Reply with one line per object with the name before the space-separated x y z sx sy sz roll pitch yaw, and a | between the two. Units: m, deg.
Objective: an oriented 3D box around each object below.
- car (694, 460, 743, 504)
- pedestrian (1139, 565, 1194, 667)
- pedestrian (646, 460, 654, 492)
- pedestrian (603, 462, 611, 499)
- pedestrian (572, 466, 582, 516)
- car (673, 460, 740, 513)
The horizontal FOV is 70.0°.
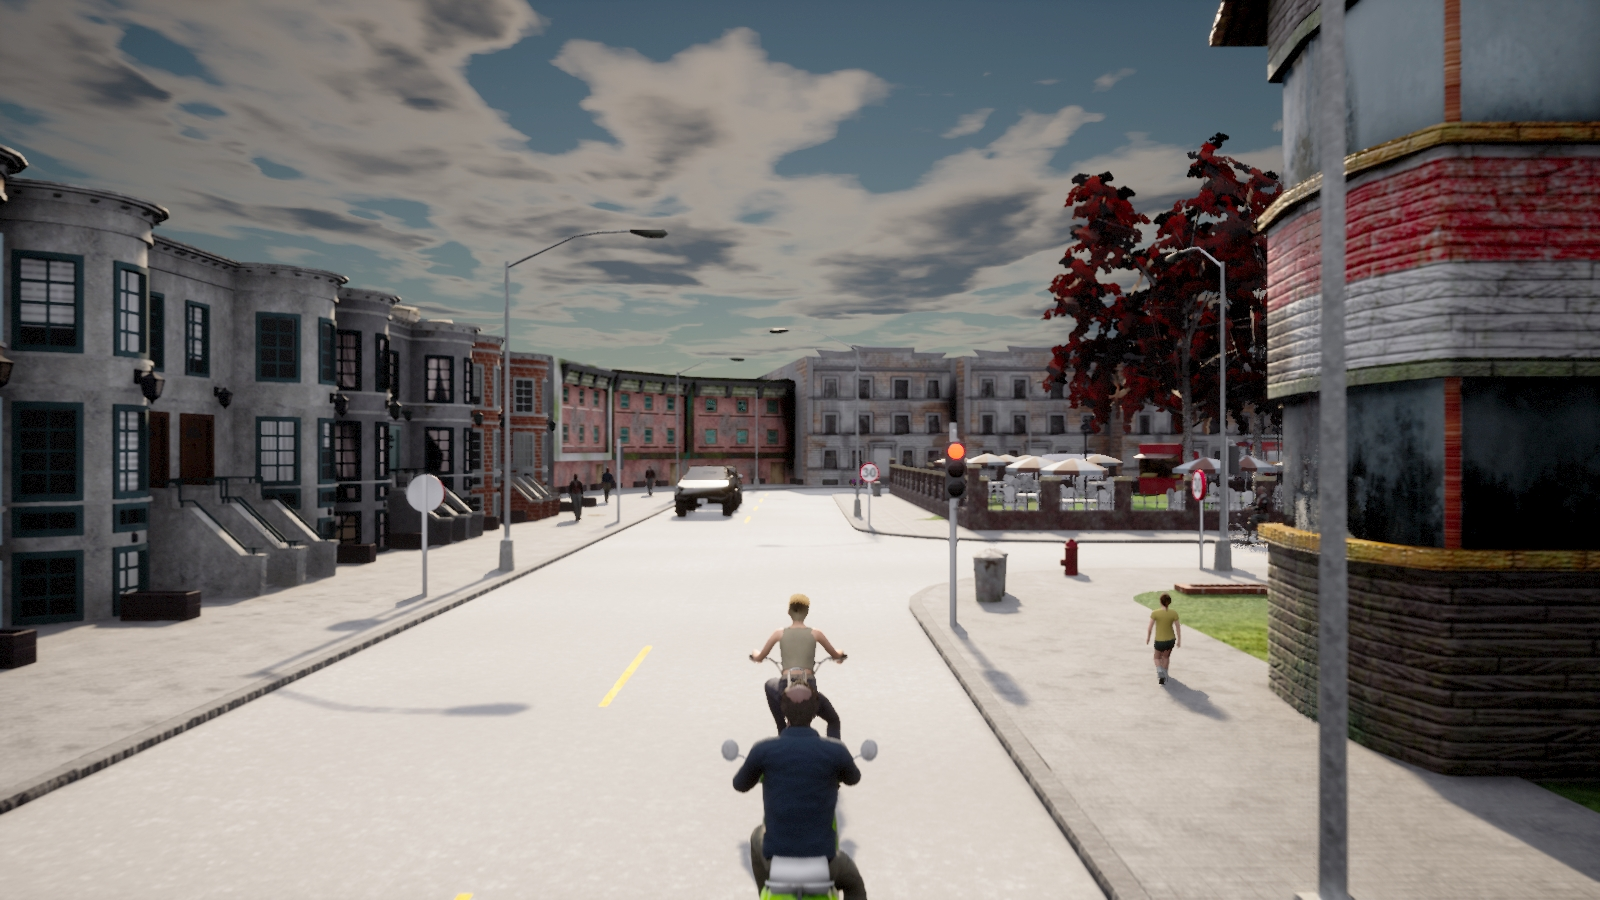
car | -4.053 1.561 57.785 2.150 2.045 5.566 0 0 0
pedestrian | 4.217 1.905 13.168 0.500 1.100 0.500 0 0 5
pedestrian | -8.744 1.511 66.543 0.375 1.860 0.375 0 0 8
pedestrian | -9.638 1.525 57.064 0.375 1.860 0.375 0 0 -9
pedestrian | -8.362 1.525 42.844 0.375 1.860 0.375 0 0 -8
car | -3.999 1.535 50.062 2.390 2.098 6.274 0 0 0
